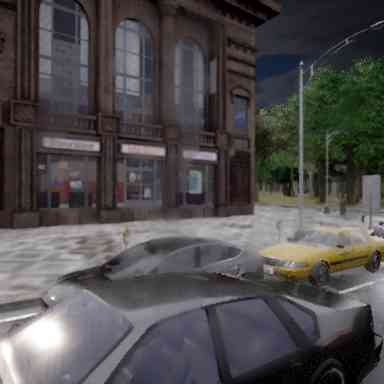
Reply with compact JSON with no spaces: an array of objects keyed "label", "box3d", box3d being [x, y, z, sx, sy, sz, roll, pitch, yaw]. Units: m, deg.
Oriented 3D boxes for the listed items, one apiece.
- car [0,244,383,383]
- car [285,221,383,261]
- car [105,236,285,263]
[{"label":"car","box3d":[-0.322,1.555,3.033,5.357,1.411,2.033,0,0,-36]},{"label":"car","box3d":[3.793,1.572,9.414,4.829,1.417,1.752,0,0,-36]},{"label":"car","box3d":[-0.478,1.584,6.330,4.313,1.339,1.947,0,0,-36]}]
